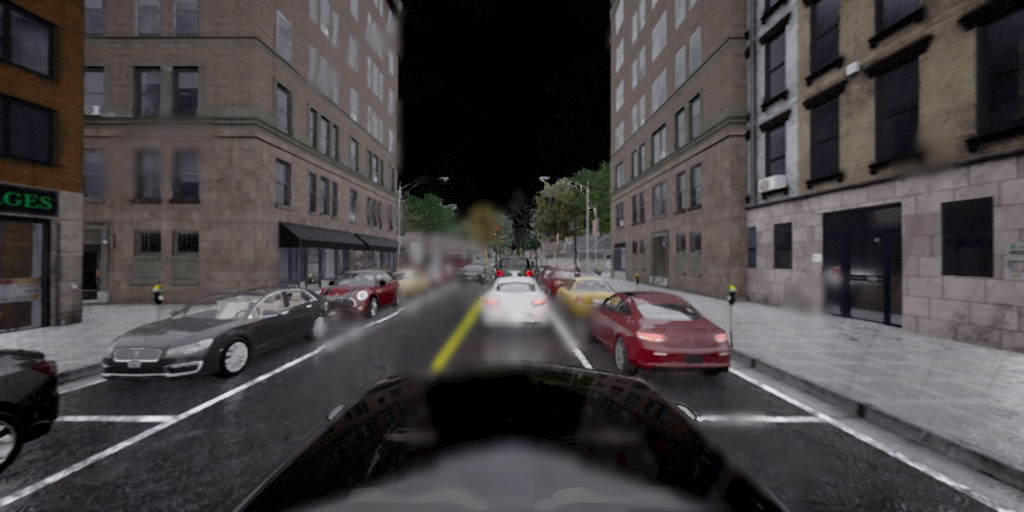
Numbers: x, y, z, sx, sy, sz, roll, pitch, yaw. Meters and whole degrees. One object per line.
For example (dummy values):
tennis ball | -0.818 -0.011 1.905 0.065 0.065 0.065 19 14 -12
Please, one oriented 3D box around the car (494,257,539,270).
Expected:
car | 0.137 1.053 20.772 2.150 2.045 5.566 0 0 0

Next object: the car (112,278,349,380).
car | -5.378 1.322 7.294 2.007 1.370 4.403 0 0 0

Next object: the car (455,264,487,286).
car | -2.764 1.364 26.690 1.837 1.490 4.892 0 -1 1

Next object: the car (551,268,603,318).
car | 2.658 1.321 12.970 1.751 1.417 4.829 0 0 0

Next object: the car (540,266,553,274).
car | 2.669 1.365 18.318 1.888 1.381 4.507 0 0 0

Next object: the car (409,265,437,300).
car | -5.356 1.345 18.161 1.751 1.417 4.829 0 0 0

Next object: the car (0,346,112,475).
car | -5.390 1.316 1.776 1.948 1.339 4.313 0 0 0

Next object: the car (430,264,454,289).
car | -5.344 1.284 23.850 1.967 1.591 4.097 0 0 0

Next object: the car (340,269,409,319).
car | -5.367 1.235 12.813 1.967 1.591 4.097 0 0 0

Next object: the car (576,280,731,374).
car | 2.647 1.354 7.281 1.802 1.307 4.207 0 0 0

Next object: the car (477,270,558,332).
car | 0.116 1.313 10.904 1.812 1.442 4.674 0 0 0
